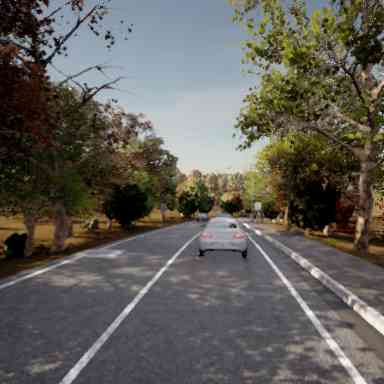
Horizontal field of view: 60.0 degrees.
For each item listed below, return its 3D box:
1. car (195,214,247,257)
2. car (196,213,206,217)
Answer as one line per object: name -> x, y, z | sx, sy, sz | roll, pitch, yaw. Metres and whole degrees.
car -> 1.322, 1.819, 14.090 | 1.812, 1.442, 4.674 | 0, -3, 6
car -> 1.767, 4.165, 54.214 | 1.812, 1.442, 4.674 | 0, -4, 8
